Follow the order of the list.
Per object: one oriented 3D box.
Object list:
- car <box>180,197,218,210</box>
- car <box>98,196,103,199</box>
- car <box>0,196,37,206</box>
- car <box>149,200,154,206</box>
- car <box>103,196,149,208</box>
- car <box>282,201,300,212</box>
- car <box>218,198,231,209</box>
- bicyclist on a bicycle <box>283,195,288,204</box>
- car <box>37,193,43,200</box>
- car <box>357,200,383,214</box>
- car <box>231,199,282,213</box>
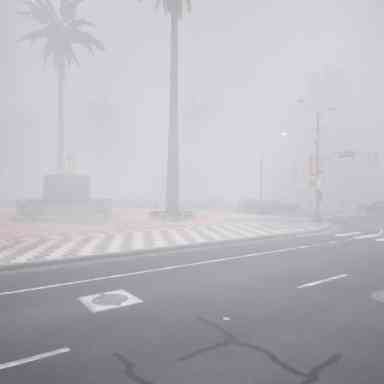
[{"bbox_3d":[0.566,1.526,42.941,4.674,1.442,1.812,0,0,34],"label":"car"},{"bbox_3d":[-15.835,1.492,59.127,4.902,1.511,2.128,0,0,2],"label":"car"},{"bbox_3d":[-28.646,1.505,54.335,4.892,1.490,1.837,0,0,-14],"label":"car"},{"bbox_3d":[-7.773,1.564,50.728,4.181,1.385,1.994,0,0,15],"label":"car"},{"bbox_3d":[-9.482,1.548,47.704,5.357,1.411,2.033,0,0,13],"label":"car"},{"bbox_3d":[9.974,1.601,38.462,1.895,1.301,4.718,0,0,-39],"label":"car"},{"bbox_3d":[3.427,1.505,45.098,4.892,1.490,1.837,0,0,36],"label":"car"},{"bbox_3d":[15.278,1.301,54.491,0.582,1.620,1.656,0,0,42],"label":"bicyclist on a bicycle"},{"bbox_3d":[-26.043,1.221,58.561,5.566,2.045,2.150,0,0,-10],"label":"car"},{"bbox_3d":[18.887,1.505,32.776,1.837,1.490,4.892,0,0,-35],"label":"car"},{"bbox_3d":[7.033,1.505,36.528,1.837,1.490,4.892,0,0,-39],"label":"car"}]
